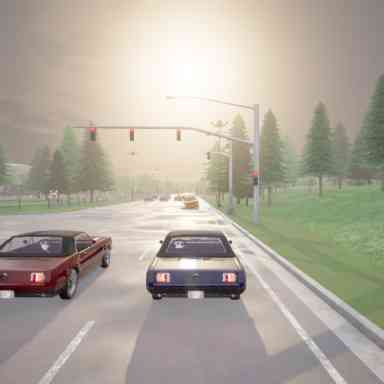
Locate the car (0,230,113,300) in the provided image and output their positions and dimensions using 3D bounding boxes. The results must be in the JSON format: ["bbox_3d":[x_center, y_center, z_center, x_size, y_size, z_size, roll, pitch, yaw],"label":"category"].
[{"bbox_3d":[-3.405,1.601,8.360,1.895,1.301,4.718,0,0,0],"label":"car"}]

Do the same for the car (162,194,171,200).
[{"bbox_3d":[-6.824,1.372,91.058,2.033,1.411,5.357,0,0,0],"label":"car"}]

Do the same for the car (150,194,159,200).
[{"bbox_3d":[-10.324,1.332,91.064,1.837,1.490,4.892,0,0,0],"label":"car"}]

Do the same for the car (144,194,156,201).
[{"bbox_3d":[-10.344,1.531,80.644,2.033,1.411,5.357,0,0,0],"label":"car"}]

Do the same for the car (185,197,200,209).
[{"bbox_3d":[0.096,1.591,50.001,2.033,1.411,5.357,0,2,0],"label":"car"}]

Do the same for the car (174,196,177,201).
[{"bbox_3d":[-3.343,1.545,81.047,1.994,1.385,4.181,0,0,0],"label":"car"}]

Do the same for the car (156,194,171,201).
[{"bbox_3d":[-6.844,1.531,80.638,2.033,1.411,5.357,0,0,0],"label":"car"}]

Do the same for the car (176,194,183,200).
[{"bbox_3d":[-3.324,1.357,91.051,1.812,1.442,4.674,0,0,0],"label":"car"}]

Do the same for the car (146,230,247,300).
[{"bbox_3d":[0.095,1.601,8.336,1.895,1.301,4.718,0,0,0],"label":"car"}]

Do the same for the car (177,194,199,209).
[{"bbox_3d":[-0.367,1.054,46.619,1.882,1.535,5.008,-10,17,-8],"label":"car"}]

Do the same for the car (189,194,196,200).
[{"bbox_3d":[0.176,1.372,91.044,2.033,1.411,5.357,0,0,0],"label":"car"}]
